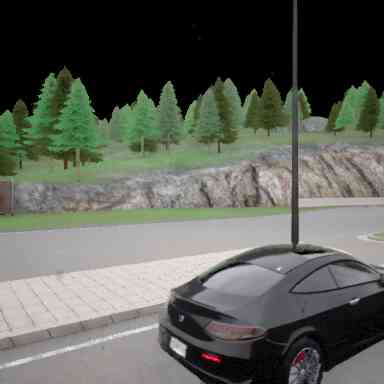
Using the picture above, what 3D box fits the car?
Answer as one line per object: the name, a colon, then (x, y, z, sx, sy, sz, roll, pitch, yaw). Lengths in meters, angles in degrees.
car: (1.718, 1.526, 4.975, 4.674, 1.442, 1.812, 0, 0, -35)
